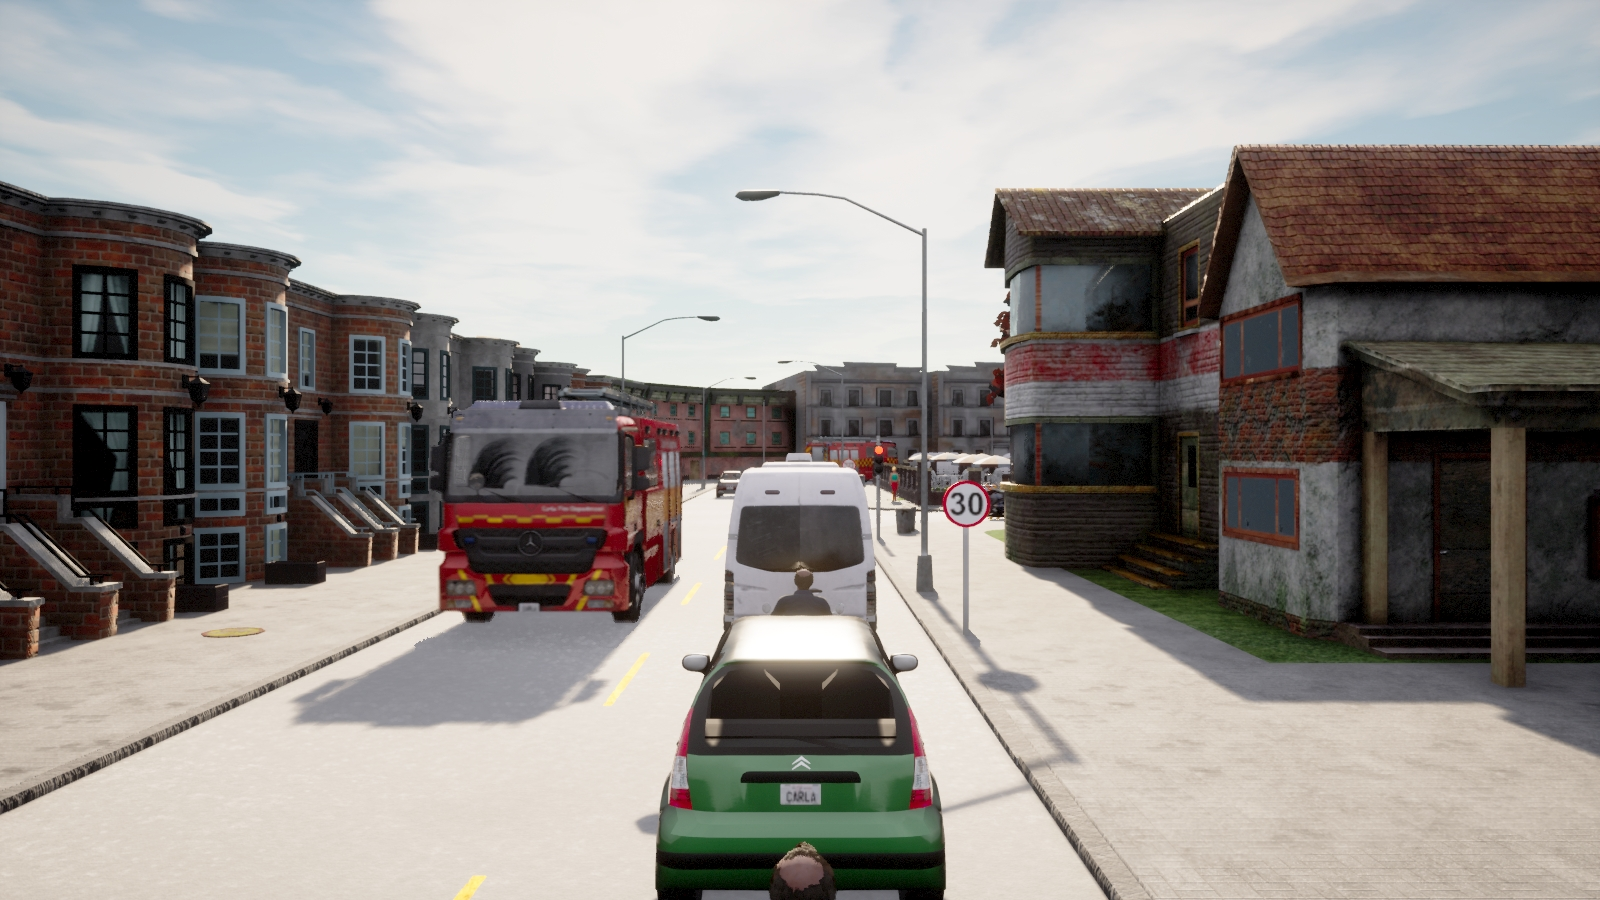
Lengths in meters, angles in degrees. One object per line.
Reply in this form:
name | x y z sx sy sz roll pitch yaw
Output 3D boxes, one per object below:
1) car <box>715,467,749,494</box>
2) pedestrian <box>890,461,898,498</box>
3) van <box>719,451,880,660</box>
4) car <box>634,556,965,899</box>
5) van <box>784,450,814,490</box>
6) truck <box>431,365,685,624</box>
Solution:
car | -4.014 1.781 67.520 1.789 1.549 3.705 0 0 0
pedestrian | 4.768 1.494 57.895 0.375 1.860 0.375 0 0 0
van | -0.006 1.308 17.043 1.988 2.561 5.915 0 0 0
car | -0.003 1.776 8.384 1.851 1.617 3.988 0 0 0
van | -0.059 1.286 76.777 1.988 2.561 5.915 0 0 0
truck | -4.004 0.662 21.142 2.891 3.827 8.468 0 0 0
